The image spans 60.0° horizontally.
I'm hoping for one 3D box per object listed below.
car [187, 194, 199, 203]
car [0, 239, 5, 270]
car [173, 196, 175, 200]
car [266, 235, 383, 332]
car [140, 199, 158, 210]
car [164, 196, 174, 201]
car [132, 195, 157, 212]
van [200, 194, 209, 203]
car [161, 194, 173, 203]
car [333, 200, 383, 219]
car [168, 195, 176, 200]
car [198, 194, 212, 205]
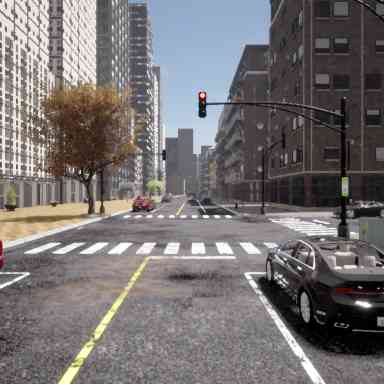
[{"bbox_3d":[-0.032,1.656,68.920,1.895,1.301,4.718,0,0,0],"label":"car"},{"bbox_3d":[-5.694,1.545,6.762,1.887,1.381,4.507,0,0,0],"label":"car"},{"bbox_3d":[-5.727,1.386,77.810,2.192,1.841,5.009,0,0,0],"label":"car"},{"bbox_3d":[2.686,1.551,6.766,2.008,1.369,4.403,0,0,0],"label":"car"},{"bbox_3d":[-5.712,1.592,44.673,1.947,1.339,4.313,0,0,0],"label":"car"},{"bbox_3d":[-5.729,1.632,83.333,2.008,1.369,4.403,0,0,0],"label":"car"},{"bbox_3d":[-5.709,1.336,39.150,2.192,1.841,5.009,0,0,0],"label":"car"},{"bbox_3d":[2.656,1.402,72.292,1.690,1.788,3.998,0,0,0],"label":"van"},{"bbox_3d":[-5.724,1.627,72.288,1.947,1.339,4.313,0,0,0],"label":"car"},{"bbox_3d":[13.414,1.350,26.177,4.403,1.369,2.008,-1,1,-1],"label":"car"},{"bbox_3d":[-5.734,1.654,94.379,2.008,1.369,4.403,0,0,0],"label":"car"},{"bbox_3d":[2.662,1.610,61.245,1.947,1.339,4.313,0,0,0],"label":"car"}]
